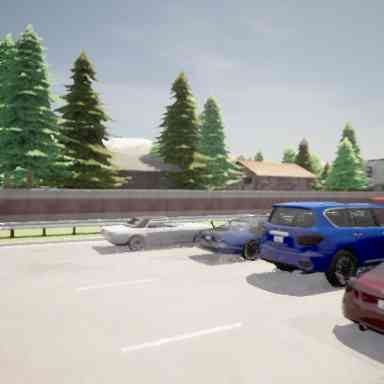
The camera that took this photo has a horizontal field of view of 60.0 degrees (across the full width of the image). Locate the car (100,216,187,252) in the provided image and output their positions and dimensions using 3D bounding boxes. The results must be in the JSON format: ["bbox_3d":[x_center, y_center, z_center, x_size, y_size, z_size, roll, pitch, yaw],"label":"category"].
[{"bbox_3d":[-1.398,1.698,14.393,4.718,1.301,1.895,0,0,-28],"label":"car"}]

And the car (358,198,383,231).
[{"bbox_3d":[14.157,1.427,22.779,5.566,2.045,2.150,0,0,-28],"label":"car"}]

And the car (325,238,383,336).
[{"bbox_3d":[4.577,1.618,5.686,4.181,1.385,1.994,0,0,-28],"label":"car"}]

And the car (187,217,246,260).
[{"bbox_3d":[2.759,1.645,12.665,5.357,1.411,2.033,0,0,-28],"label":"car"}]

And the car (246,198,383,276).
[{"bbox_3d":[4.530,1.302,9.637,5.566,2.045,2.150,0,-1,-28],"label":"car"}]
